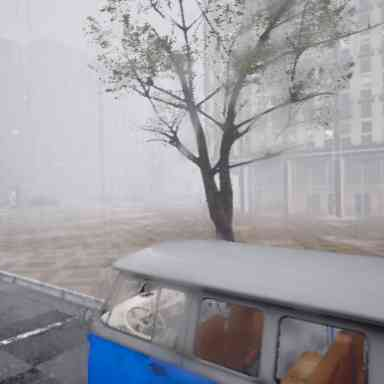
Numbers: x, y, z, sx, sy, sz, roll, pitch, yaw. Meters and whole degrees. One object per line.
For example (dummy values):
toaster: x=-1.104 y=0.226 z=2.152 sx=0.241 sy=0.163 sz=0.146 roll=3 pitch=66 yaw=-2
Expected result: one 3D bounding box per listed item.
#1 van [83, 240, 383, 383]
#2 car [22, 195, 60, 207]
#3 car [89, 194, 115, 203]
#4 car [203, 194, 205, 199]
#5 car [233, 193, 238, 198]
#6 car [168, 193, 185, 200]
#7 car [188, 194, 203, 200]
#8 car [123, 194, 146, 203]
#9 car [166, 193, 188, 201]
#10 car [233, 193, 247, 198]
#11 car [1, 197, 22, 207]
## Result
van: x=0.957 y=1.341 z=2.241 sx=3.998 sy=1.788 sz=1.690 roll=0 pitch=-1 yaw=36
car: x=-19.621 y=1.160 z=44.001 sx=1.967 sy=1.590 sz=4.097 roll=0 pitch=0 yaw=36
car: x=-15.867 y=1.199 z=58.997 sx=1.837 sy=1.490 sz=4.892 roll=-1 pitch=0 yaw=36
car: x=3.091 y=1.023 z=75.326 sx=1.802 sy=1.307 sz=4.206 roll=-1 pitch=0 yaw=36
car: x=9.580 y=0.915 z=84.276 sx=2.008 sy=1.369 sz=4.403 roll=-1 pitch=0 yaw=36
car: x=-3.694 y=0.999 z=80.246 sx=1.967 sy=1.590 sz=4.097 roll=0 pitch=0 yaw=36
car: x=-0.153 y=1.024 z=70.851 sx=1.887 sy=1.381 sz=4.507 roll=-1 pitch=0 yaw=36
car: x=-9.888 y=1.037 z=57.426 sx=1.967 sy=1.590 sz=4.097 roll=-1 pitch=0 yaw=36
car: x=-3.398 y=1.069 z=66.376 sx=2.008 sy=1.369 sz=4.403 roll=-1 pitch=0 yaw=36
car: x=12.825 y=0.910 z=88.752 sx=1.802 sy=1.307 sz=4.206 roll=-1 pitch=0 yaw=36
car: x=-26.403 y=1.383 z=48.921 sx=1.887 sy=1.381 sz=4.507 roll=0 pitch=0 yaw=36
